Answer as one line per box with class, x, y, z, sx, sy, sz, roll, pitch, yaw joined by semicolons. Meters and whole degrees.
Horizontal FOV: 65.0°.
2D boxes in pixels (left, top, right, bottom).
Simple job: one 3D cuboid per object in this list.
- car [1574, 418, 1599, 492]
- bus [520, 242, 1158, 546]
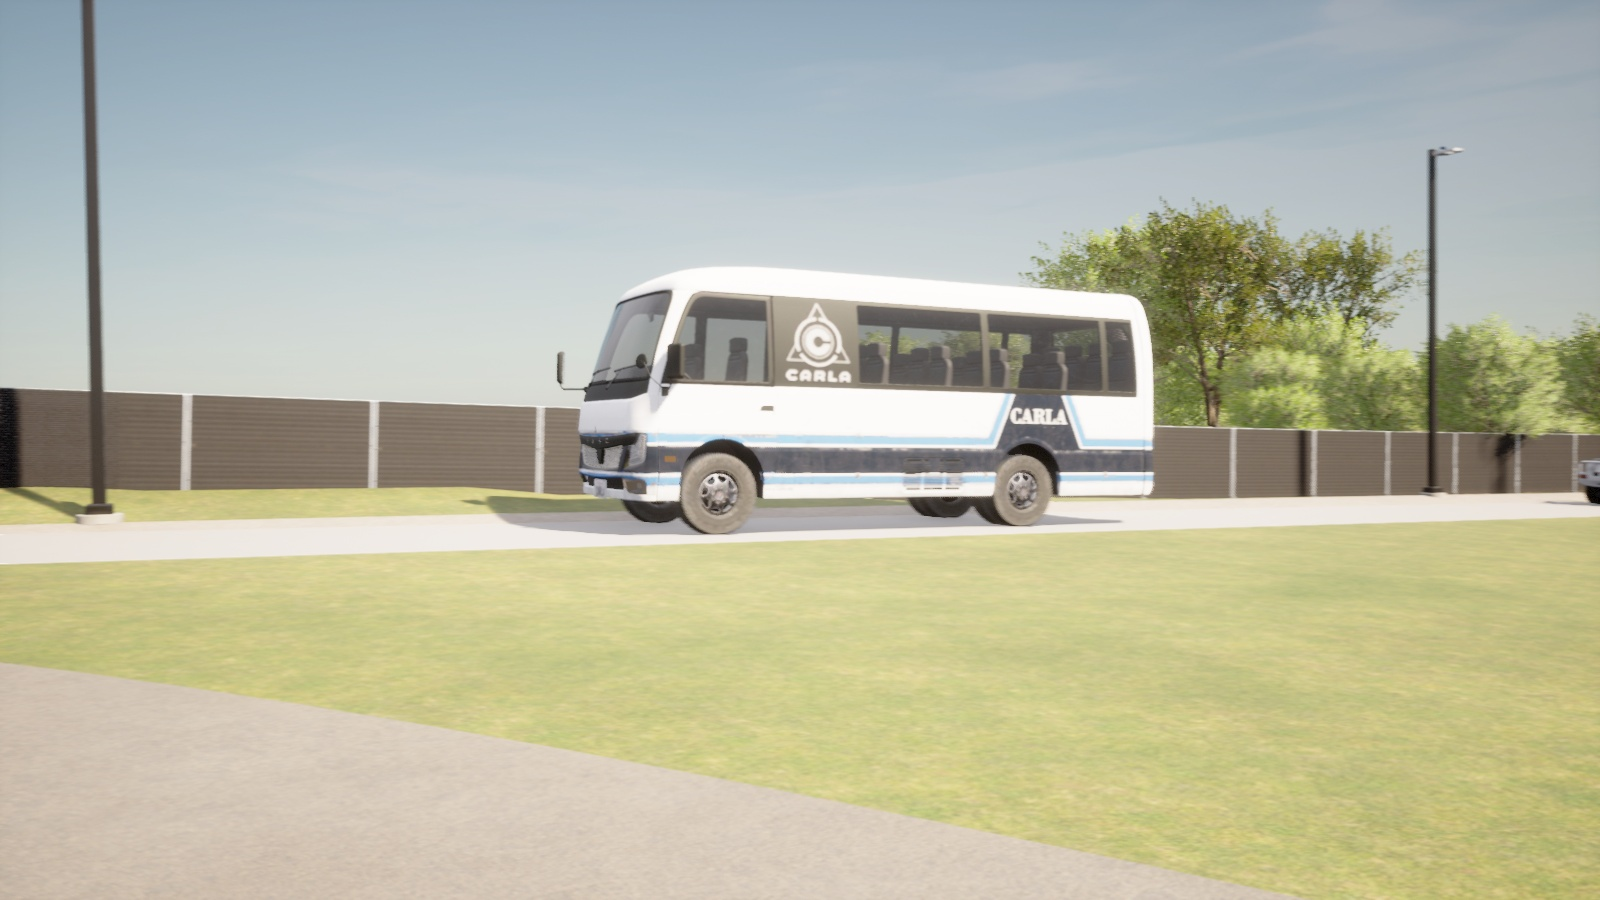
car;22.185;0.109;32.103;4.605;1.855;1.932;0;0;-26
bus;0.799;-0.843;21.575;10.273;4.253;3.944;-1;1;-26
